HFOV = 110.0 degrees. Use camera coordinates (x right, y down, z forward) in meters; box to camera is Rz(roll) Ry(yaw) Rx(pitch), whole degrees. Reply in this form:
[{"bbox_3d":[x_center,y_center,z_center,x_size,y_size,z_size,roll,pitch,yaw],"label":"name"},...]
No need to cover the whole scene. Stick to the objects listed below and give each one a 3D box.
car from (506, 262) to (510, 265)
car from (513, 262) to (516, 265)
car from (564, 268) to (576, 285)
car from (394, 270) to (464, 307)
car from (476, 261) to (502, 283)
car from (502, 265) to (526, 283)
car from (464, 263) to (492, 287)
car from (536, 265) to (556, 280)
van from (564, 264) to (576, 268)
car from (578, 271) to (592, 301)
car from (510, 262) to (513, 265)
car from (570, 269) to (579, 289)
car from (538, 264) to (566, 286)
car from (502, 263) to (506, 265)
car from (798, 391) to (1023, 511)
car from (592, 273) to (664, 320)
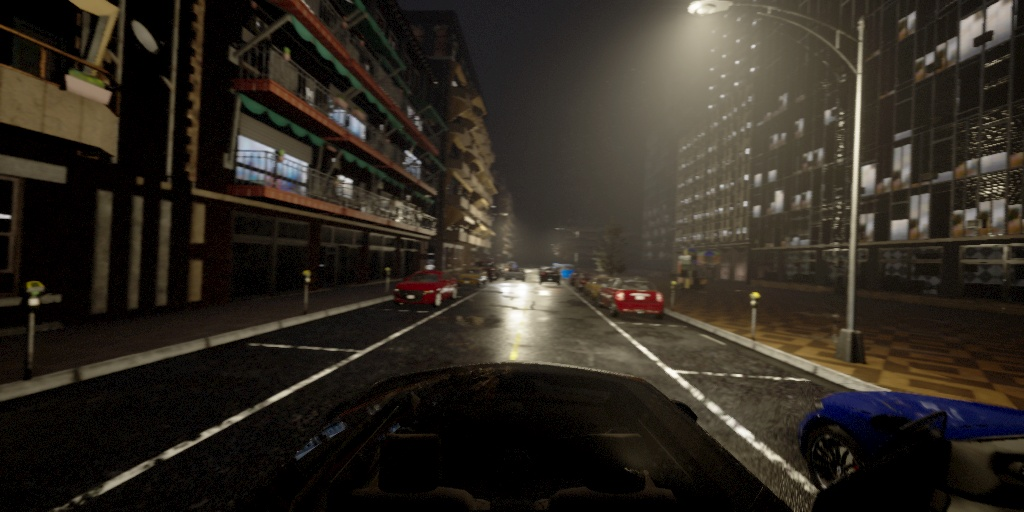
[{"bbox_3d":[-1.718,1.748,43.060,2.007,1.370,4.403,0,0,4],"label":"car"},{"bbox_3d":[-0.963,1.944,54.085,1.948,1.339,4.313,0,0,4],"label":"car"},{"bbox_3d":[5.877,1.972,31.455,1.802,1.307,4.207,0,0,4],"label":"car"},{"bbox_3d":[-3.609,1.304,15.495,1.888,1.381,4.507,0,0,4],"label":"car"},{"bbox_3d":[-2.475,1.335,32.034,2.192,1.841,5.009,0,0,4],"label":"car"},{"bbox_3d":[0.329,1.773,34.074,1.895,1.301,4.718,3,-1,4],"label":"car"},{"bbox_3d":[-2.865,1.458,26.352,1.751,1.417,4.829,0,0,4],"label":"car"},{"bbox_3d":[4.086,1.956,43.438,2.128,1.511,4.902,3,-1,4],"label":"car"},{"bbox_3d":[6.634,1.908,42.481,1.690,1.789,3.998,0,0,4],"label":"van"},{"bbox_3d":[5.133,1.741,20.599,1.751,1.417,4.829,0,0,4],"label":"car"},{"bbox_3d":[-1.341,1.727,48.572,1.967,1.591,4.097,0,0,4],"label":"car"},{"bbox_3d":[5.499,1.884,25.943,1.802,1.307,4.207,0,0,4],"label":"car"},{"bbox_3d":[3.331,1.773,31.979,2.128,1.511,4.902,3,-1,4],"label":"car"},{"bbox_3d":[-2.096,1.659,37.547,2.007,1.370,4.403,0,0,4],"label":"car"},{"bbox_3d":[3.509,1.430,1.400,1.812,1.442,4.674,3,-1,4],"label":"car"},{"bbox_3d":[4.743,1.568,14.916,1.967,1.591,4.097,0,0,4],"label":"car"}]
